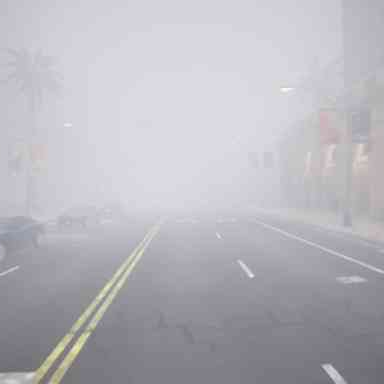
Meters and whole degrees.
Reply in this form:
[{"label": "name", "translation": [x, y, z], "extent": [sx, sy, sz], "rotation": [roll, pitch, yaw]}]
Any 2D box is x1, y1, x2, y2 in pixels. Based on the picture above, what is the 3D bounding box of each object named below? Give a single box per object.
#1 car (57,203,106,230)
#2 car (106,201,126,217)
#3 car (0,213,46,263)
[{"label": "car", "translation": [-7.663, 1.635, 22.983], "extent": [1.882, 1.535, 5.008], "rotation": [-1, 0, -1]}, {"label": "car", "translation": [-7.847, 1.649, 33.260], "extent": [2.128, 1.511, 4.902], "rotation": [-1, 0, -1]}, {"label": "car", "translation": [-7.405, 1.635, 12.817], "extent": [1.882, 1.535, 5.008], "rotation": [-1, 0, -2]}]
